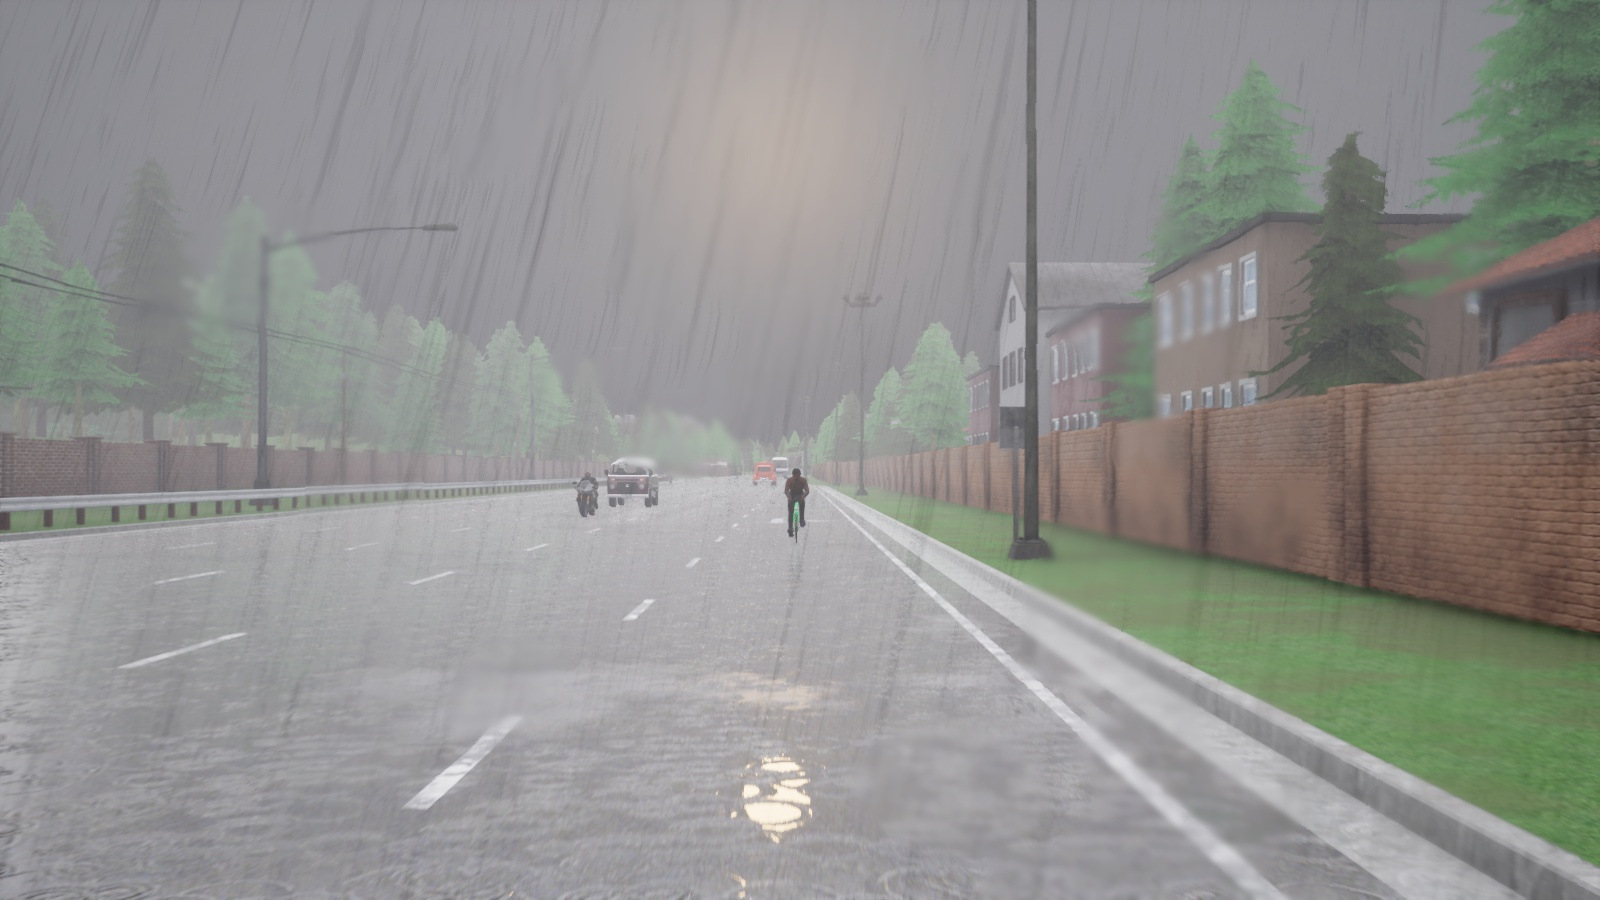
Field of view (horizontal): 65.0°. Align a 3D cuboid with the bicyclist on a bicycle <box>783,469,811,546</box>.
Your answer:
[{"bbox_3d":[-0.067,1.223,27.197,0.582,1.620,1.656,0,-1,0],"label":"bicyclist on a bicycle"}]

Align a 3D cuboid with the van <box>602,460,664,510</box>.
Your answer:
[{"bbox_3d":[-7.133,1.471,54.029,2.069,2.038,4.480,0,-1,0],"label":"van"}]

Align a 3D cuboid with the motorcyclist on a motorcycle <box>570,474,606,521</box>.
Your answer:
[{"bbox_3d":[-7.103,1.584,42.145,0.866,1.530,2.191,0,-1,0],"label":"motorcyclist on a motorcycle"}]
